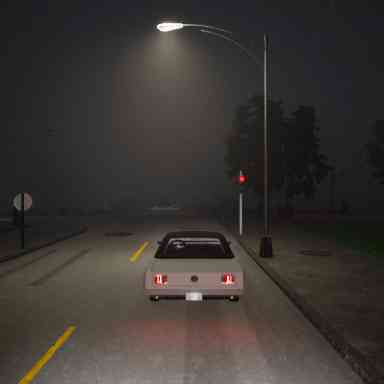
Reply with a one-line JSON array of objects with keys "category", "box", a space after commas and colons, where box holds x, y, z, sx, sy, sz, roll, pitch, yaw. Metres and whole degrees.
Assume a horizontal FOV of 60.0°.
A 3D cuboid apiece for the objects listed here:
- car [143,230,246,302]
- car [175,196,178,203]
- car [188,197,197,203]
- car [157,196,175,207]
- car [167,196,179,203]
[{"category": "car", "box": [0.060, 1.601, 8.233, 1.895, 1.301, 4.718, 0, 0, 0]}, {"category": "car", "box": [-4.044, 1.547, 59.802, 2.033, 1.411, 5.357, 0, 0, 0]}, {"category": "car", "box": [0.033, 1.601, 69.423, 1.895, 1.301, 4.718, 0, 0, 0]}, {"category": "car", "box": [-4.072, 1.505, 50.104, 1.837, 1.490, 4.892, 0, 0, 0]}, {"category": "car", "box": [-3.967, 1.540, 70.143, 2.033, 1.411, 5.357, 0, 0, 0]}]
